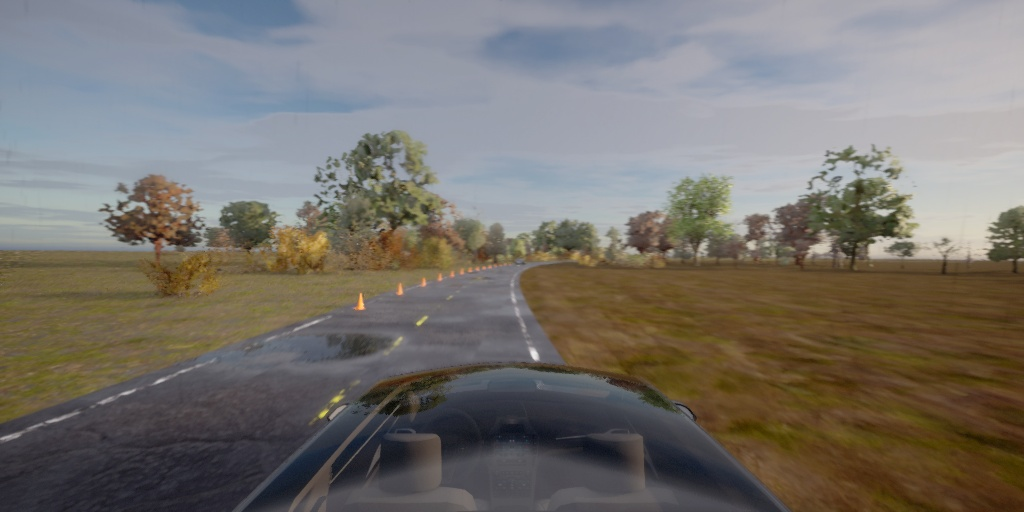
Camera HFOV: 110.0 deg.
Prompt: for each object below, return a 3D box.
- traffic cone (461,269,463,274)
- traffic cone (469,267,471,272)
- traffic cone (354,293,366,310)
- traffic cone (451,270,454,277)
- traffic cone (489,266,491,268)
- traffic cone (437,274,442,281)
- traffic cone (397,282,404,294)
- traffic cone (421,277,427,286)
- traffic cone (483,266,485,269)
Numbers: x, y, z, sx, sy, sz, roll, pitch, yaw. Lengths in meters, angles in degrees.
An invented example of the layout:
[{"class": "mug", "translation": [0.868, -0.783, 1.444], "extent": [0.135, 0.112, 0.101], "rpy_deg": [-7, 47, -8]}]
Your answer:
[{"class": "traffic cone", "translation": [-5.322, 1.631, 38.269], "extent": [0.340, 0.580, 0.340], "rpy_deg": [0, 0, 3]}, {"class": "traffic cone", "translation": [-5.022, 1.634, 43.306], "extent": [0.340, 0.580, 0.340], "rpy_deg": [0, 0, 4]}, {"class": "traffic cone", "translation": [-5.509, 1.633, 13.042], "extent": [0.340, 0.580, 0.340], "rpy_deg": [0, 0, -2]}, {"class": "traffic cone", "translation": [-5.535, 1.629, 33.226], "extent": [0.340, 0.580, 0.340], "rpy_deg": [0, 0, 2]}, {"class": "traffic cone", "translation": [-3.595, 1.647, 58.379], "extent": [0.340, 0.580, 0.340], "rpy_deg": [0, 0, 7]}, {"class": "traffic cone", "translation": [-5.660, 1.629, 28.181], "extent": [0.340, 0.580, 0.340], "rpy_deg": [0, 0, 1]}, {"class": "traffic cone", "translation": [-5.647, 1.631, 18.087], "extent": [0.340, 0.580, 0.340], "rpy_deg": [0, 0, -1]}, {"class": "traffic cone", "translation": [-5.698, 1.629, 23.134], "extent": [0.340, 0.580, 0.340], "rpy_deg": [0, 0, 0]}, {"class": "traffic cone", "translation": [-4.158, 1.641, 53.363], "extent": [0.340, 0.580, 0.340], "rpy_deg": [0, 0, 6]}]
